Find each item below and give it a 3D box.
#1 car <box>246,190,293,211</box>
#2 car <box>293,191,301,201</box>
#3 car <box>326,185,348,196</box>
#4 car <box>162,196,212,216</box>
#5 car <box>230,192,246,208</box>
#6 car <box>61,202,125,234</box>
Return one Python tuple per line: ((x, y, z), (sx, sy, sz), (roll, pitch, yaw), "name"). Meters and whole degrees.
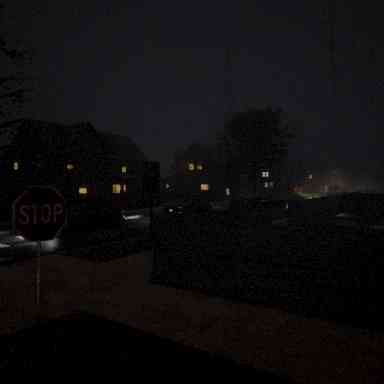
((6.858, 0.814, 29.190), (1.837, 1.490, 4.892), (1, 2, 35), "car")
((11.897, 0.515, 41.276), (2.033, 1.411, 5.357), (1, 2, 36), "car")
((22.073, -0.079, 50.566), (2.150, 2.045, 5.566), (1, 2, 35), "car")
((-0.275, 1.020, 24.229), (1.994, 1.385, 4.181), (1, 2, 36), "car")
((5.429, 0.704, 32.238), (1.882, 1.535, 5.008), (1, 2, 35), "car")
((-5.450, 1.231, 16.959), (1.994, 1.385, 4.181), (1, 2, 35), "car")
